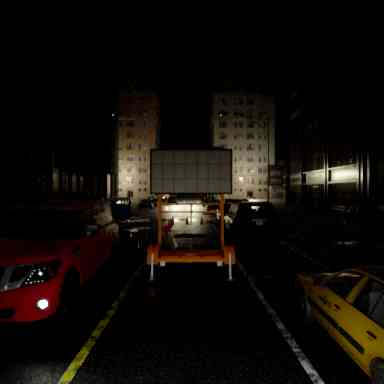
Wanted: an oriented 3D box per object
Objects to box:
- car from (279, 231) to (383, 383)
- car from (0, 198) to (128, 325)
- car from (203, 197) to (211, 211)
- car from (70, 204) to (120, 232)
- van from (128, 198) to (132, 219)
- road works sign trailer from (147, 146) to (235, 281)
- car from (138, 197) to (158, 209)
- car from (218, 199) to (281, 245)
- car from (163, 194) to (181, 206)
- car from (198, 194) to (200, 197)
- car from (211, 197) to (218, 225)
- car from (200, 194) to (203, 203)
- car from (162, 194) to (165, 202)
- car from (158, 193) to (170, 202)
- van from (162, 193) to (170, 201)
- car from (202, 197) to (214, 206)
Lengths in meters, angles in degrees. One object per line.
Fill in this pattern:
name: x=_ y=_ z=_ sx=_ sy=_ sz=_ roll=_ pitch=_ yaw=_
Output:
car: x=2.657 y=1.526 z=4.330 sx=1.752 sy=1.417 sz=4.829 roll=0 pitch=0 yaw=1
car: x=-3.118 y=1.222 z=7.442 sx=2.150 sy=2.045 sz=5.566 roll=0 pitch=0 yaw=0
car: x=2.582 y=1.532 z=37.957 sx=2.008 sy=1.369 sz=4.403 roll=0 pitch=0 yaw=0
car: x=-5.907 y=1.524 z=20.869 sx=1.752 sy=1.417 sz=4.829 roll=0 pitch=0 yaw=0
van: x=-5.919 y=1.337 z=26.681 sx=1.690 sy=1.788 sz=3.998 roll=0 pitch=0 yaw=0
road works sign trailer: x=-0.022 y=0.465 z=9.857 sx=2.380 sy=3.560 sz=2.880 roll=0 pitch=0 yaw=0
car: x=-5.956 y=1.554 z=43.600 sx=1.802 sy=1.307 sz=4.206 roll=0 pitch=0 yaw=0
car: x=2.631 y=1.316 z=15.398 sx=2.192 sy=1.841 sz=5.009 roll=0 pitch=0 yaw=0
car: x=-3.119 y=1.493 z=53.088 sx=1.837 sy=1.490 sz=4.892 roll=0 pitch=0 yaw=0
car: x=2.532 y=1.481 z=60.514 sx=1.887 sy=1.381 sz=4.507 roll=0 pitch=0 yaw=0
car: x=2.619 y=1.314 z=21.038 sx=2.192 sy=1.841 sz=5.009 roll=0 pitch=0 yaw=0
car: x=2.557 y=1.400 z=49.235 sx=1.967 sy=1.590 sz=4.097 roll=0 pitch=0 yaw=0
car: x=-6.006 y=1.491 z=66.160 sx=1.947 sy=1.339 sz=4.313 roll=0 pitch=0 yaw=0
car: x=-6.018 y=1.228 z=71.800 sx=2.192 sy=1.841 sz=5.009 roll=0 pitch=0 yaw=0
van: x=-6.031 y=1.240 z=77.441 sx=1.690 sy=1.788 sz=3.998 roll=0 pitch=0 yaw=0
car: x=2.545 y=1.530 z=54.875 sx=1.802 sy=1.307 sz=4.206 roll=0 pitch=0 yaw=0
